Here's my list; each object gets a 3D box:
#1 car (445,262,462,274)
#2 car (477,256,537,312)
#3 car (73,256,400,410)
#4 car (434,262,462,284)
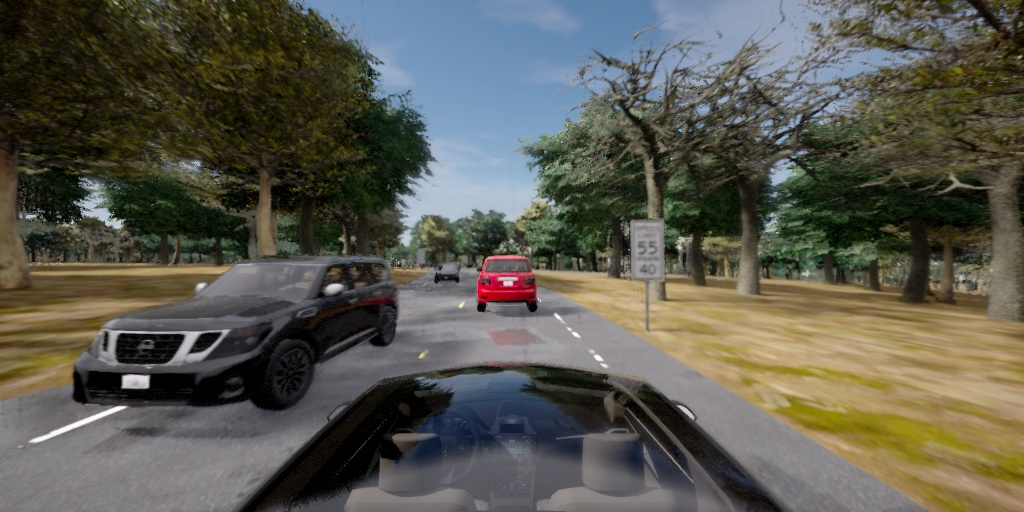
[{"bbox_3d":[-7.726,1.550,47.026,2.128,1.511,4.902,0,-1,-10],"label":"car"},{"bbox_3d":[-0.271,1.035,14.848,2.150,2.045,5.566,0,0,-3],"label":"car"},{"bbox_3d":[-3.899,1.006,6.594,2.150,2.045,5.566,0,0,3],"label":"car"},{"bbox_3d":[-5.224,1.396,29.416,1.882,1.535,5.008,0,-1,-6],"label":"car"}]
